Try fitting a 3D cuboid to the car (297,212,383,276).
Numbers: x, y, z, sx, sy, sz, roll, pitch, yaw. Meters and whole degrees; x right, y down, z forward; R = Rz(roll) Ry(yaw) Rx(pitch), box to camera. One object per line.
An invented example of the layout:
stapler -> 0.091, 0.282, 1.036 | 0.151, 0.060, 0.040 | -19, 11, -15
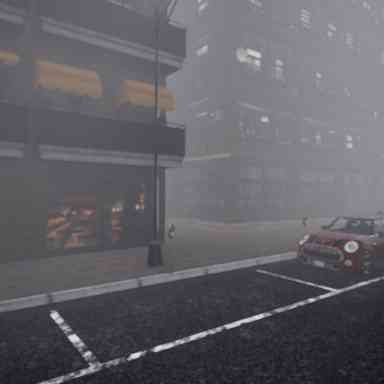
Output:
car -> 5.092, 1.423, 10.218 | 4.097, 1.590, 1.967 | 0, 1, -36
